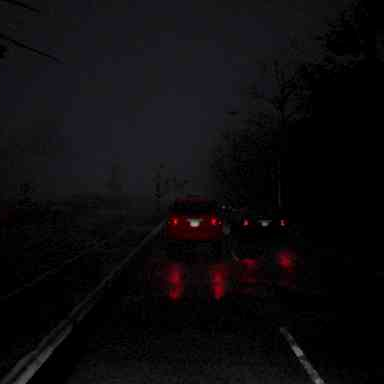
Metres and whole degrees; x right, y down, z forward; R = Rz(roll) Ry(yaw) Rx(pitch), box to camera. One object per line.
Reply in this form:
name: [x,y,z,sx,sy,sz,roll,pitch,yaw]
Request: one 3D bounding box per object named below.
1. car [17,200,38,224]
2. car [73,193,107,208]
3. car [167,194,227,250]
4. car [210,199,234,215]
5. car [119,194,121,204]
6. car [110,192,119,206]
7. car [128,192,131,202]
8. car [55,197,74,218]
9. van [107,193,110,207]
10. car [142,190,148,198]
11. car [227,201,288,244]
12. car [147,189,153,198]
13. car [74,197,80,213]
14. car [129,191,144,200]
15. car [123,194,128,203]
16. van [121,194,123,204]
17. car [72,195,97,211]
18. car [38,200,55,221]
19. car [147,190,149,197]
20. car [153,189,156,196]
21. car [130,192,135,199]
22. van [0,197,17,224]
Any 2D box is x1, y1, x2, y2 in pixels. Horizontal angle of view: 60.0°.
car: [-13.871,1.580,23.752,4.674,1.452,2.002,-1,0,-20]
car: [-13.896,1.179,41.646,5.566,2.045,2.435,-1,1,-20]
car: [0.098,1.261,14.724,2.150,2.045,5.566,0,0,0]
car: [3.098,1.542,35.034,2.033,1.411,5.357,0,0,0]
car: [-13.856,1.330,50.614,4.892,1.521,2.231,-1,1,-20]
car: [-13.842,1.111,47.642,5.566,2.045,2.435,-1,0,-20]
car: [-13.852,1.267,59.560,4.674,1.452,2.002,-1,1,-20]
car: [-13.701,1.516,29.794,5.366,1.575,1.946,-1,0,-20]
van: [-13.760,1.169,44.690,4.442,1.987,1.878,-1,0,-20]
car: [-14.017,0.986,80.507,5.366,1.575,1.946,-1,1,-20]
car: [3.097,1.395,16.250,2.097,1.767,4.553,0,0,0]
car: [-13.819,0.653,86.595,5.566,2.045,2.435,-1,1,-20]
car: [-13.844,1.535,32.721,4.792,1.488,2.163,-1,0,-20]
car: [-13.823,1.086,74.584,4.792,1.488,2.163,-1,0,-20]
car: [-13.830,1.135,56.586,4.553,1.767,2.185,-1,1,-20]
van: [-13.971,1.071,53.550,4.442,1.987,1.878,-1,1,-20]
car: [-13.864,1.498,38.678,4.674,1.452,2.002,-1,1,-20]
car: [-13.901,1.566,26.725,4.792,1.488,2.163,-1,0,-20]
car: [-13.848,0.985,83.580,4.674,1.452,2.002,-1,1,-20]
car: [-13.667,0.794,92.652,5.366,1.575,1.946,-1,1,-20]
car: [-13.829,1.222,62.579,4.792,1.488,2.163,-1,0,-20]
van: [-13.773,1.317,20.820,4.442,1.987,1.878,-1,0,-20]
